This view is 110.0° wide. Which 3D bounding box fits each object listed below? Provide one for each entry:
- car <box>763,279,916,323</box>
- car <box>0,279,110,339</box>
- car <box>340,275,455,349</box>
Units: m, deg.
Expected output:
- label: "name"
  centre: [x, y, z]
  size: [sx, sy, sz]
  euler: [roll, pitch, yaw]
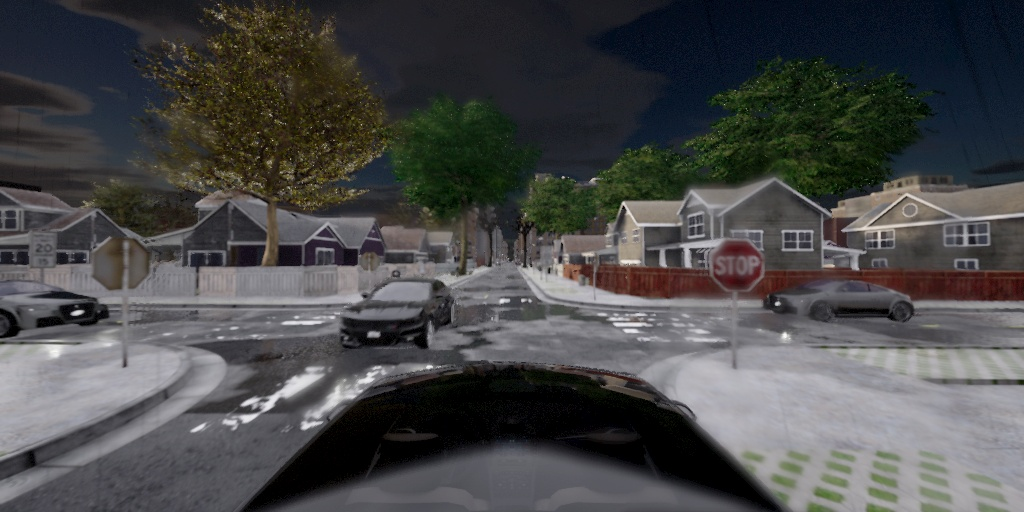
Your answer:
- label: "car"
  centre: [11.407, 1.520, 12.703]
  size: [4.181, 1.385, 1.994]
  euler: [0, -1, 0]
- label: "car"
  centre: [-13.775, 1.348, 9.730]
  size: [4.181, 1.385, 1.994]
  euler: [0, -1, 0]
- label: "car"
  centre: [-2.753, 1.324, 9.640]
  size: [1.882, 1.535, 5.008]
  euler: [0, -1, 0]
